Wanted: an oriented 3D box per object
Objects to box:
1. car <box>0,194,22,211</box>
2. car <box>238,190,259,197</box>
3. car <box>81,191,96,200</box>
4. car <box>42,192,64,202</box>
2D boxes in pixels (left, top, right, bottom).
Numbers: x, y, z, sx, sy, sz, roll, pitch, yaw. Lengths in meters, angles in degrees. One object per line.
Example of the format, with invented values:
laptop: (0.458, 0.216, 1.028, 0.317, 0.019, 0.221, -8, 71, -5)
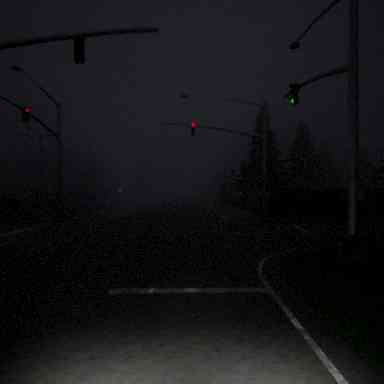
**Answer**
car: (-17.898, 0.913, 31.228, 2.007, 1.523, 4.514, 0, 1, 0)
car: (12.546, 0.249, 74.533, 4.553, 1.767, 2.097, 0, 1, 0)
car: (-17.816, 0.573, 57.260, 1.845, 1.501, 3.633, 0, 1, 0)
car: (-20.822, 0.694, 49.850, 1.970, 1.475, 3.806, 0, 1, 0)
